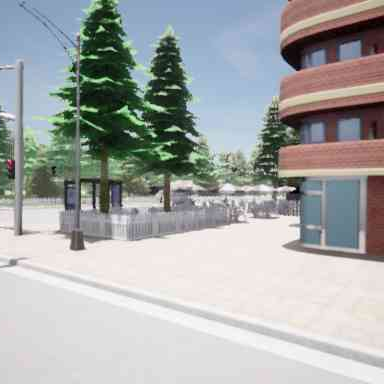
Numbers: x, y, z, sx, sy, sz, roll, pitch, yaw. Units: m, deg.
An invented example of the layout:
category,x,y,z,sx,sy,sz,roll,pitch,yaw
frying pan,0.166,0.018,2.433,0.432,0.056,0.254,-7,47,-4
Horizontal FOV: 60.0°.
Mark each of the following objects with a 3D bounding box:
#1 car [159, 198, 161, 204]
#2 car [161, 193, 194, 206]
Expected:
category,x,y,z,sx,sy,sz,roll,pitch,yaw
car,-2.671,0.989,48.984,4.553,1.767,2.097,0,1,-43
car,-1.655,1.233,45.078,1.994,1.385,4.181,1,0,44
